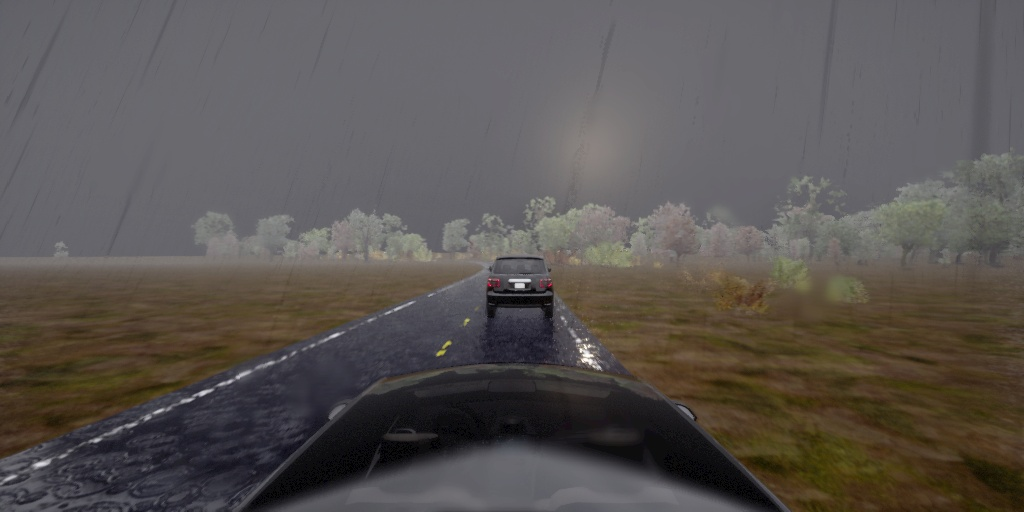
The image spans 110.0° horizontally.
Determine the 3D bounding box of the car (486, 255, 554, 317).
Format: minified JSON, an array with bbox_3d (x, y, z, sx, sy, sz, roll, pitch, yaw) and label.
[{"bbox_3d":[0.301,0.972,13.273,2.150,2.045,5.566,0,0,2],"label":"car"}]
